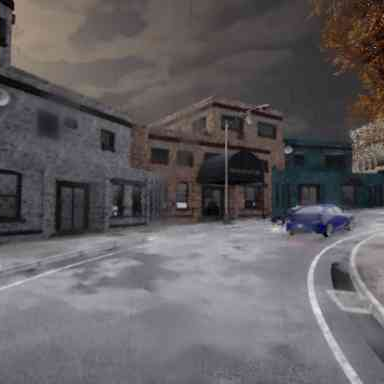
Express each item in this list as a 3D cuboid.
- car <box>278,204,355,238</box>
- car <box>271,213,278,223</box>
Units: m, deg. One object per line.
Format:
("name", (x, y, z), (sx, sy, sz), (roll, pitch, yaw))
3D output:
("car", (6.651, 1.371, 17.043), (1.882, 1.535, 5.008), (-3, -1, 44))
("car", (7.854, 1.506, 22.817), (5.357, 1.411, 2.033), (-1, -2, -33))
